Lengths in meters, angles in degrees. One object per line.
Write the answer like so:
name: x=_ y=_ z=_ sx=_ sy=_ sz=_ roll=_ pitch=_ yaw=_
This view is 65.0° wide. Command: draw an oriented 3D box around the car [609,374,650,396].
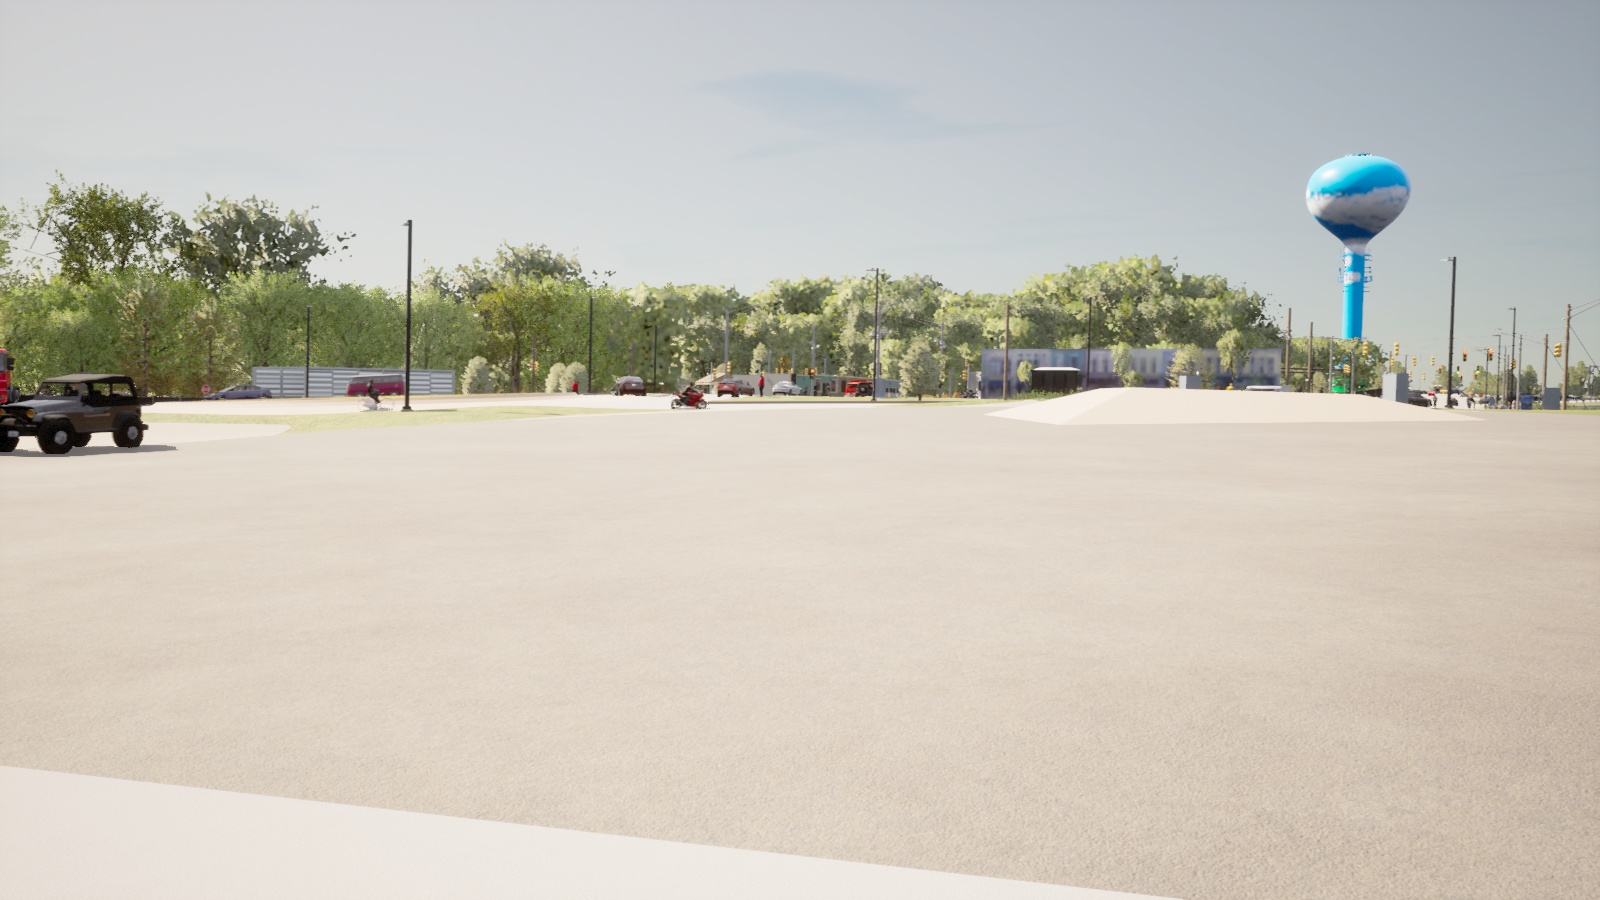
car: x=-12.683 y=-4.797 z=93.286 sx=2.163 sy=1.488 sz=4.792 roll=1 pitch=1 yaw=-18

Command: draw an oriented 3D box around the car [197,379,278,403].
car: x=-40.529 y=-4.254 z=90.592 sx=2.163 sy=1.488 sz=4.792 roll=-4 pitch=0 yaw=39

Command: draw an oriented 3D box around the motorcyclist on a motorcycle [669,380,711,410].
motorcyclist on a motorcycle: x=-5.841 y=-2.916 z=66.811 sx=2.044 sy=1.523 sz=0.797 roll=0 pitch=5 yaw=-20

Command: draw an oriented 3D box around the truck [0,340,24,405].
truck: x=-45.434 y=-4.343 z=70.069 sx=2.891 sy=3.462 sz=7.936 roll=1 pitch=2 yaw=-27

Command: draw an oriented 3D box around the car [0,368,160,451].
car: x=-18.051 y=-1.072 z=31.074 sx=1.905 sy=1.878 sz=3.866 roll=2 pitch=4 yaw=12

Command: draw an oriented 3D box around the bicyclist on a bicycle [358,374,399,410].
bicyclist on a bicycle: x=-22.189 y=-3.057 z=66.116 sx=1.843 sy=1.776 sz=0.659 roll=-2 pitch=8 yaw=-10
